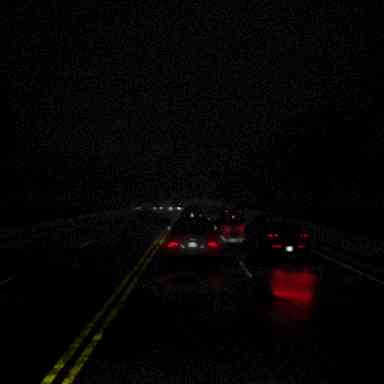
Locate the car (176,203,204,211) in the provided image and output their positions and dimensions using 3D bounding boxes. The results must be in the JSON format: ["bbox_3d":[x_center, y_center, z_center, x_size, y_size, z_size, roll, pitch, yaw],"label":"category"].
[{"bbox_3d":[0.020,1.824,27.529,2.033,1.411,5.357,0,-1,0],"label":"car"}]

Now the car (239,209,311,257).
[{"bbox_3d":[3.276,1.639,13.513,1.837,1.490,4.892,0,0,0],"label":"car"}]

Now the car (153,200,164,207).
[{"bbox_3d":[-6.485,2.242,64.999,2.033,1.411,5.357,0,-1,0],"label":"car"}]

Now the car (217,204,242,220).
[{"bbox_3d":[3.282,1.781,28.530,2.128,1.511,4.902,0,0,1],"label":"car"}]

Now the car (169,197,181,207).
[{"bbox_3d":[-3.244,1.912,64.536,2.150,2.045,5.566,0,-1,1],"label":"car"}]

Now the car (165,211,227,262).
[{"bbox_3d":[0.017,1.670,12.554,2.033,1.411,5.357,0,-1,0],"label":"car"}]
